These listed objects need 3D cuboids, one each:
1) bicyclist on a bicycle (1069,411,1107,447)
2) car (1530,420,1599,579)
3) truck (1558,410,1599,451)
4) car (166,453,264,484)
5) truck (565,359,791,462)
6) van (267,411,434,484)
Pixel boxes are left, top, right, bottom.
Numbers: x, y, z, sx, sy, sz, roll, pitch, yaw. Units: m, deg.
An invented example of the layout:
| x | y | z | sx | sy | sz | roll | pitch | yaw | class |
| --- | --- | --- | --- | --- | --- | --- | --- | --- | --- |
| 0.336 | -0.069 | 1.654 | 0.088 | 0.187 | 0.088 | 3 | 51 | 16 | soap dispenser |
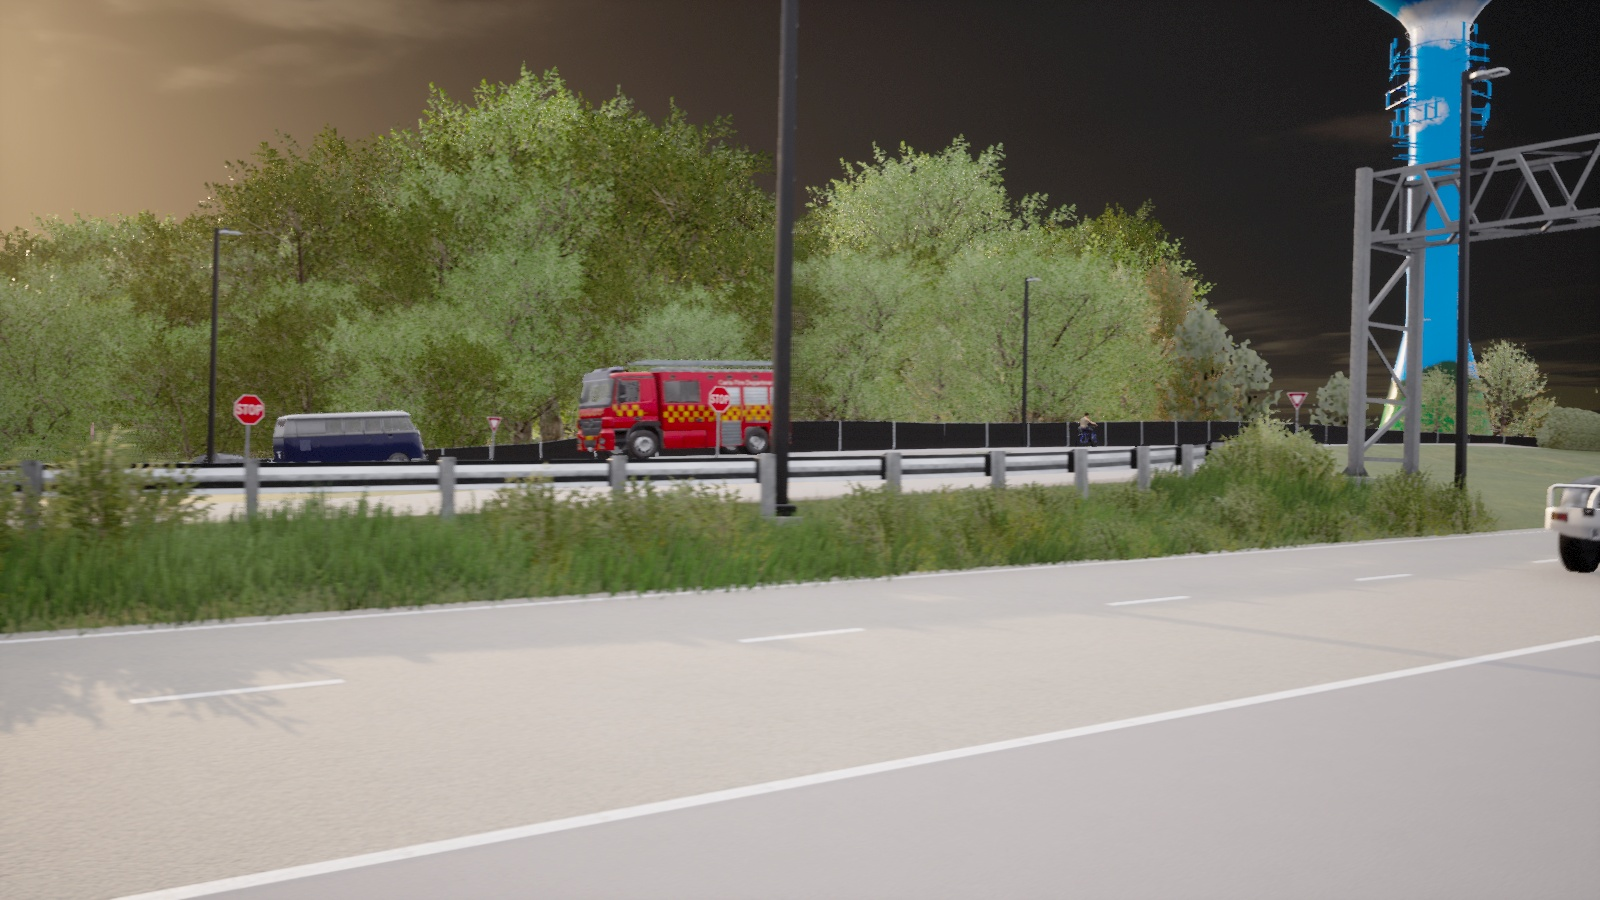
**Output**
| x | y | z | sx | sy | sz | roll | pitch | yaw | class |
| --- | --- | --- | --- | --- | --- | --- | --- | --- | --- |
| 13.067 | -0.963 | 57.007 | 1.509 | 1.612 | 0.866 | 0 | 2 | -33 | bicyclist on a bicycle |
| 11.331 | 0.569 | 15.809 | 4.605 | 1.855 | 1.932 | 0 | 0 | -35 | car |
| 53.193 | -1.219 | 82.895 | 5.204 | 2.467 | 2.627 | 2 | -2 | -18 | truck |
| -30.180 | 0.987 | 64.740 | 5.357 | 1.411 | 2.033 | -3 | -2 | 33 | car |
| -4.768 | -1.586 | 50.076 | 8.468 | 3.827 | 2.891 | -2 | 1 | -33 | truck |
| -13.802 | -0.119 | 38.666 | 4.442 | 1.987 | 1.775 | -4 | 2 | -35 | van |
